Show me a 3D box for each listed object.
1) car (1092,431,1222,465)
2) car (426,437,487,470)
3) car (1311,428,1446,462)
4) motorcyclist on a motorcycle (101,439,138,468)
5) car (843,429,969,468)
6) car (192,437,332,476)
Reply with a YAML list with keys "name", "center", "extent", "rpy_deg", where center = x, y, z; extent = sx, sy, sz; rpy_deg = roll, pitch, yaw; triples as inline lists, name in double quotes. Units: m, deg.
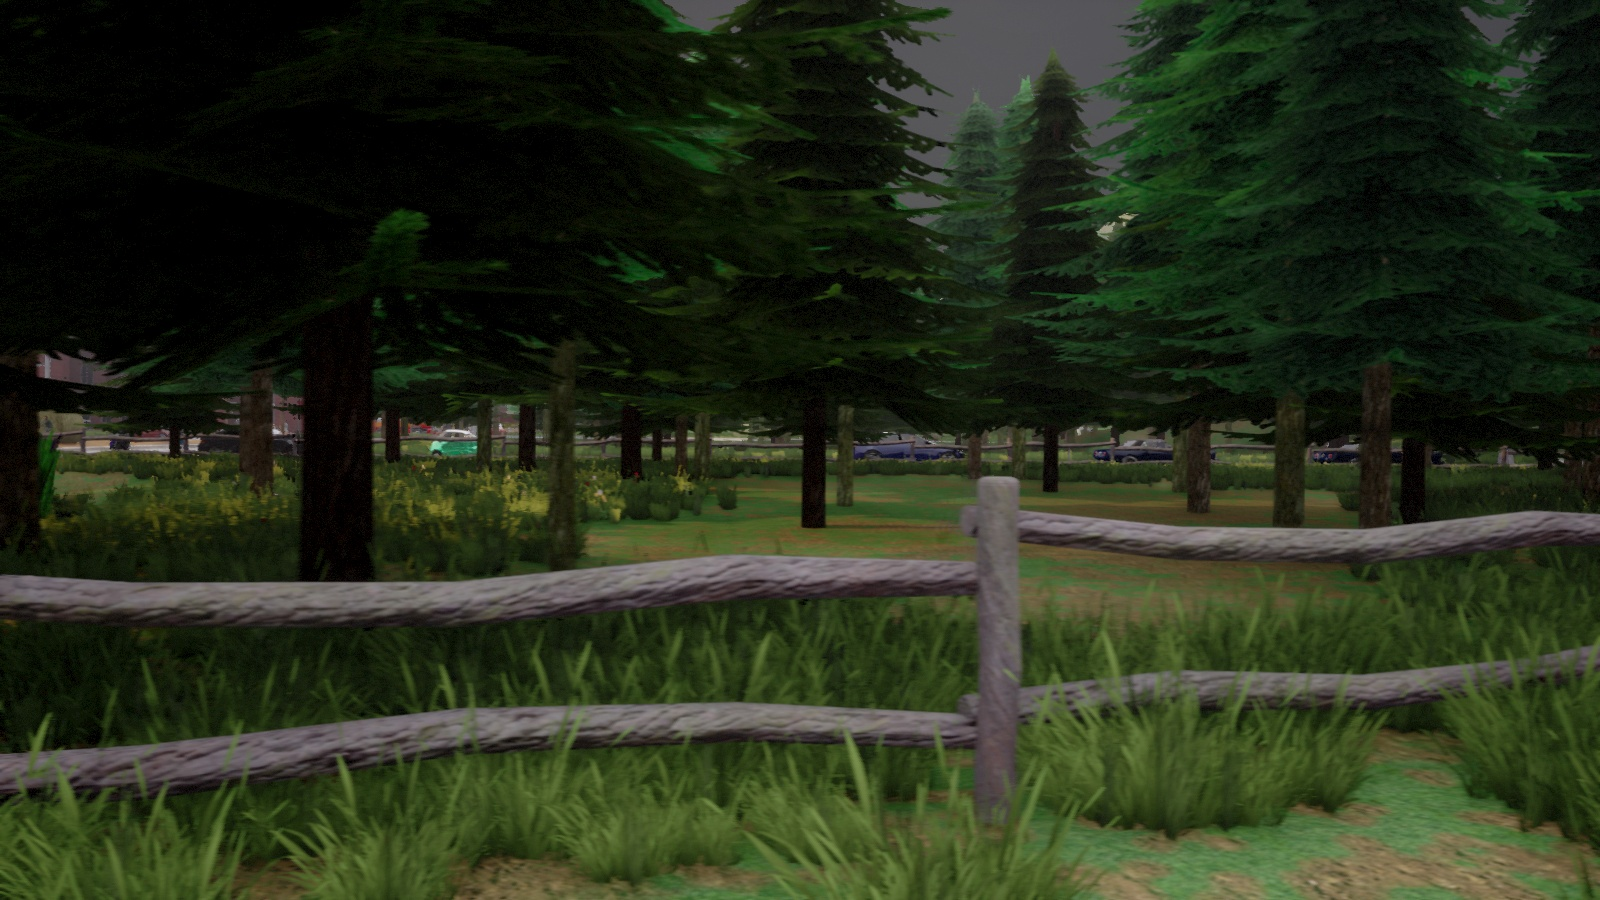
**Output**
- name: "car"
  center: [14.470, -0.100, 51.096]
  extent: [4.718, 1.301, 1.895]
  rpy_deg: [-1, 1, -3]
- name: "car"
  center: [-14.517, 0.132, 53.125]
  extent: [2.207, 1.376, 1.481]
  rpy_deg: [0, 1, -2]
- name: "car"
  center: [23.724, -0.209, 51.600]
  extent: [4.718, 1.301, 1.895]
  rpy_deg: [-1, 1, -4]
- name: "motorcyclist on a motorcycle"
  center: [-36.044, 0.169, 66.549]
  extent: [0.866, 1.530, 2.191]
  rpy_deg: [-1, 1, -4]
- name: "car"
  center: [4.218, -0.079, 50.547]
  extent: [4.792, 1.488, 2.163]
  rpy_deg: [-1, 1, -3]
- name: "car"
  center: [-21.111, 0.234, 49.411]
  extent: [4.674, 1.442, 1.812]
  rpy_deg: [-1, 1, -2]
